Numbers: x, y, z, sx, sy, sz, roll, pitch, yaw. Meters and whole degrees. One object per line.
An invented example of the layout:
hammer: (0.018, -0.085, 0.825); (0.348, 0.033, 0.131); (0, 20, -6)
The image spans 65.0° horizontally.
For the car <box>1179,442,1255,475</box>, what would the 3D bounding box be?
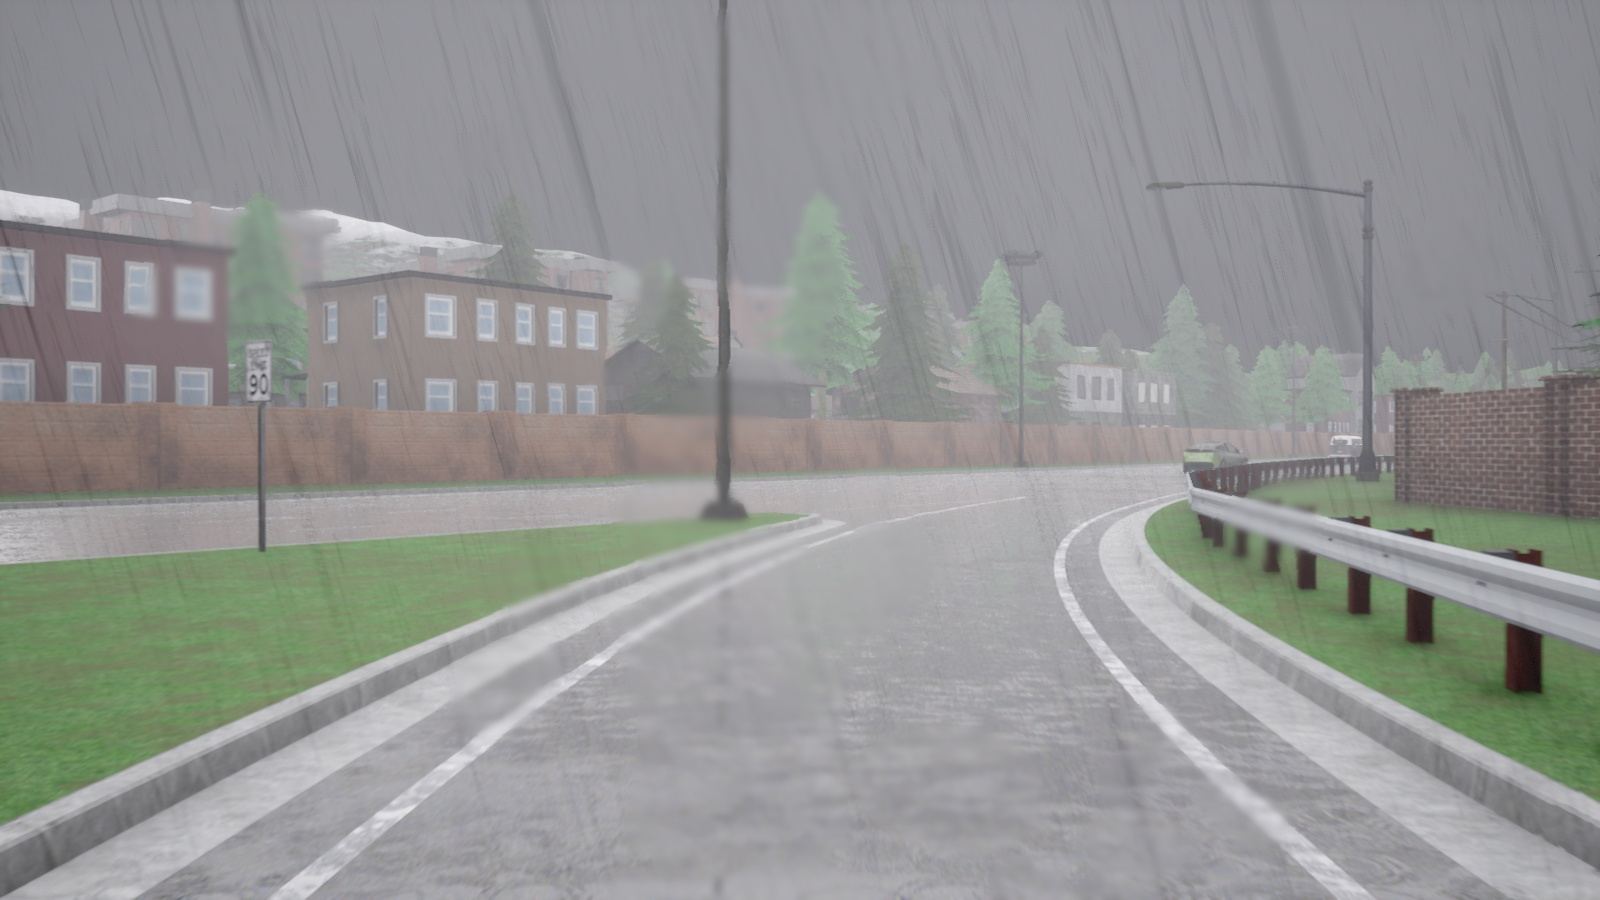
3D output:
car: (19.900, 0.373, 59.804); (2.007, 1.525, 4.514); (0, 0, 39)
